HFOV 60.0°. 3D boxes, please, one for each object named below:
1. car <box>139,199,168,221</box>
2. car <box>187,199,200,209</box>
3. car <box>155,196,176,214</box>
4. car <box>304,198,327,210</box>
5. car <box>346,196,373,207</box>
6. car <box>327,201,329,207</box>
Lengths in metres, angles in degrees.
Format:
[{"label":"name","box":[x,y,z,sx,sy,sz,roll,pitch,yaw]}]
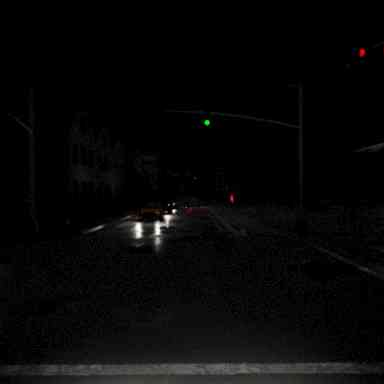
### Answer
[{"label":"car","box":[-3.498,1.688,29.569,1.882,1.535,5.008,0,0,0]},{"label":"car","box":[0.287,1.848,52.340,1.812,1.442,4.674,0,0,0]},{"label":"car","box":[-3.456,1.494,39.501,2.150,2.045,5.566,0,0,0]},{"label":"car","box":[15.579,1.632,43.768,2.007,1.523,4.514,0,0,0]},{"label":"car","box":[25.665,1.451,51.131,2.152,1.636,5.027,0,0,0]},{"label":"car","box":[19.248,1.581,50.813,1.970,1.475,3.806,0,0,0]}]
